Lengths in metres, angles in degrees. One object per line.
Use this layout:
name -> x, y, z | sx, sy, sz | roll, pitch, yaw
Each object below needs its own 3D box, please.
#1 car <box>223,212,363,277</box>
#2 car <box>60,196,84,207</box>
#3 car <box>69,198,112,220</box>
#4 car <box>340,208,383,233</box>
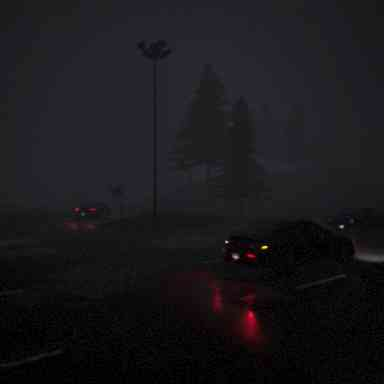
car -> 3.032, 1.513, 10.170 | 4.674, 1.442, 1.812 | 0, 0, -35
car -> -17.975, 1.331, 50.272 | 4.553, 1.767, 2.097 | 0, 0, 37
car -> -8.168, 1.512, 27.771 | 1.812, 1.442, 4.674 | 0, 0, 4
car -> 9.934, 1.571, 19.343 | 4.718, 1.301, 1.895 | 0, 0, -35
